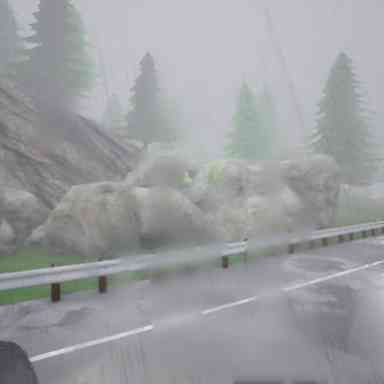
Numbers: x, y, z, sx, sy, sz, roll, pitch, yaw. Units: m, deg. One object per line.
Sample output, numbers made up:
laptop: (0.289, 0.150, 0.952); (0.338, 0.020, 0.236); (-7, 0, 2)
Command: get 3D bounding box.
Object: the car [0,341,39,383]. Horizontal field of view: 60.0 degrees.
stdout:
car: (-3.444, 1.555, 1.332); (5.357, 1.411, 2.033); (0, 0, -35)
